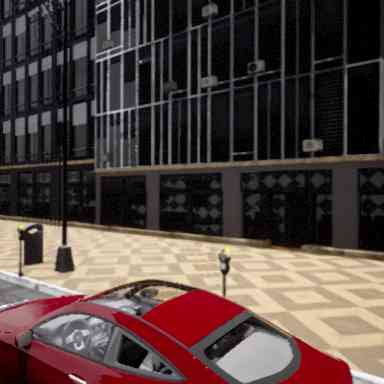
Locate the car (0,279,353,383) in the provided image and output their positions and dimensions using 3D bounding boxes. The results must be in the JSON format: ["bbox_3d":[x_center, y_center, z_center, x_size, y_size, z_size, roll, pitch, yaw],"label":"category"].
[{"bbox_3d":[-0.618,1.577,3.305,4.206,1.307,1.802,0,0,35],"label":"car"}]
